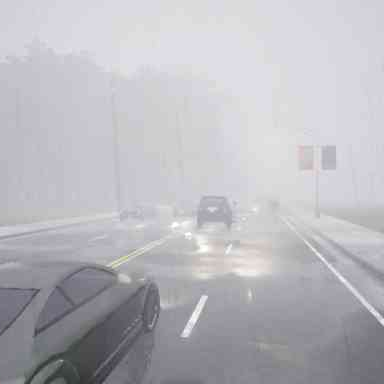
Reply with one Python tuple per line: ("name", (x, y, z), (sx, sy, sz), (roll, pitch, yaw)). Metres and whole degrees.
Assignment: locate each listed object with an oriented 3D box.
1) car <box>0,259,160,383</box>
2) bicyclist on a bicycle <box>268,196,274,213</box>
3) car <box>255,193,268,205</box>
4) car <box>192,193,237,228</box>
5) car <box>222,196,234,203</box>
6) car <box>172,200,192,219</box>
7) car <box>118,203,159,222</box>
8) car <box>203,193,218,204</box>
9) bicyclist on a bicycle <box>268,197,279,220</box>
("car", (-1.835, 1.564, 4.313), (1.994, 1.385, 4.181), (0, 0, 11))
("bicyclist on a bicycle", (8.583, 1.381, 36.157), (0.659, 1.776, 1.843), (0, 0, 11))
("car", (12.917, 1.260, 62.108), (2.150, 2.045, 5.566), (0, 0, 10))
("car", (1.739, 1.226, 22.392), (2.150, 2.045, 5.566), (0, 0, 11))
("car", (7.603, 1.588, 69.310), (2.033, 1.411, 5.357), (0, 0, 11))
("car", (-0.422, 1.498, 29.244), (2.128, 1.511, 4.902), (0, 0, 11))
("car", (-4.208, 1.607, 26.855), (1.895, 1.301, 4.718), (0, 0, 11))
("car", (3.843, 1.266, 67.101), (2.150, 2.045, 5.566), (0, 0, 12))
("bicyclist on a bicycle", (6.798, 1.377, 27.134), (0.659, 1.776, 1.843), (0, 0, 11))
